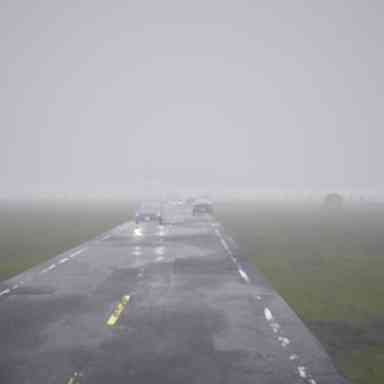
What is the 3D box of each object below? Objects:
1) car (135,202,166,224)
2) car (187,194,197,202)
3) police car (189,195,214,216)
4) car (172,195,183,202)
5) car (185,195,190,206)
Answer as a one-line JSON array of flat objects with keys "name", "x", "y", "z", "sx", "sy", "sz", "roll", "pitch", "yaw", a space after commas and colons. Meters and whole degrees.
[{"name": "car", "x": -2.848, "y": 1.424, "z": 23.594, "sx": 1.812, "sy": 1.442, "sz": 4.674, "roll": 0, "pitch": 0, "yaw": 0}, {"name": "car", "x": 0.001, "y": 1.237, "z": 66.434, "sx": 1.812, "sy": 1.442, "sz": 4.674, "roll": 0, "pitch": 0, "yaw": 0}, {"name": "police car", "x": 0.963, "y": 1.291, "z": 30.994, "sx": 1.930, "sy": 1.638, "sz": 5.238, "roll": 0, "pitch": 0, "yaw": 0}, {"name": "car", "x": -2.763, "y": 1.260, "z": 64.101, "sx": 2.033, "sy": 1.411, "sz": 5.357, "roll": 0, "pitch": 0, "yaw": 0}, {"name": "car", "x": 0.002, "y": 1.284, "z": 50.205, "sx": 1.837, "sy": 1.490, "sz": 4.892, "roll": 0, "pitch": 1, "yaw": 0}]
